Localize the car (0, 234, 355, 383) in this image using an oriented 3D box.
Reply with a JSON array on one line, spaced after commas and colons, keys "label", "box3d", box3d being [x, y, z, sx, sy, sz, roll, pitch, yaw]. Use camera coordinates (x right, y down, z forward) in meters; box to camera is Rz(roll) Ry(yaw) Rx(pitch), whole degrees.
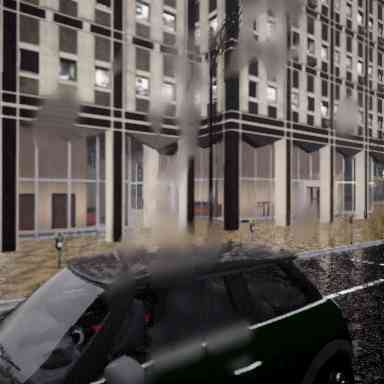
[{"label": "car", "box3d": [-0.599, 1.357, 2.950, 4.553, 1.767, 2.097, 0, 0, -35]}]
